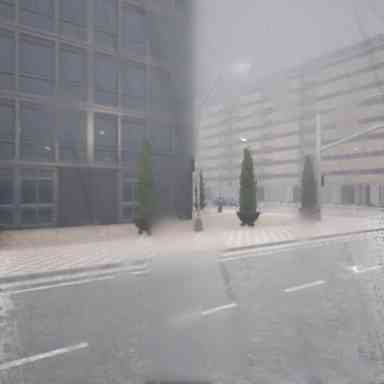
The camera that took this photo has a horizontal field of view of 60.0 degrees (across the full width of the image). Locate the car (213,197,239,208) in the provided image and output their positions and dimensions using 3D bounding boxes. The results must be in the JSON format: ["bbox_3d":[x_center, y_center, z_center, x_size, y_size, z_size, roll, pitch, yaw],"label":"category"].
[{"bbox_3d":[4.985,1.461,48.410,1.837,1.490,4.892,0,0,-35],"label":"car"}]
